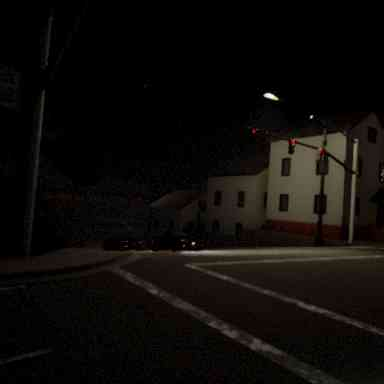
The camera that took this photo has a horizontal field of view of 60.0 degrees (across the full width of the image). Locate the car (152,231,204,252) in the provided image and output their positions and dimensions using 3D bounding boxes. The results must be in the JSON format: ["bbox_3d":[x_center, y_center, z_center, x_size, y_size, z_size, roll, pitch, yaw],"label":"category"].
[{"bbox_3d":[-1.057,3.351,22.637,1.994,1.385,4.181,6,-11,-35],"label":"car"}]

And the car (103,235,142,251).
[{"bbox_3d":[-6.291,4.594,29.842,1.882,1.535,5.008,6,-14,-36],"label":"car"}]
